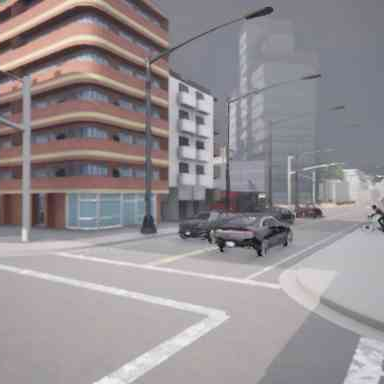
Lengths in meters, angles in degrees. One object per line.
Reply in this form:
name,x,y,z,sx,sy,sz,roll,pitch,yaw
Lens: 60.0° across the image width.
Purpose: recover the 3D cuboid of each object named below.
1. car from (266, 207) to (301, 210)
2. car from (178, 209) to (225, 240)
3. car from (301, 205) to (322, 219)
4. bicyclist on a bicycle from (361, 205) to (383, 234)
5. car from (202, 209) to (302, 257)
car,6.690,1.922,26.587,2.033,1.411,5.357,-1,-1,34
car,1.191,1.746,18.322,1.882,1.535,5.008,-1,-1,34
car,12.271,2.047,34.938,1.994,1.385,4.181,-1,-1,34
bicyclist on a bicycle,10.429,1.553,18.704,1.656,1.620,0.582,-1,-1,34
car,2.741,1.693,14.060,2.128,1.511,4.902,-1,-1,34
